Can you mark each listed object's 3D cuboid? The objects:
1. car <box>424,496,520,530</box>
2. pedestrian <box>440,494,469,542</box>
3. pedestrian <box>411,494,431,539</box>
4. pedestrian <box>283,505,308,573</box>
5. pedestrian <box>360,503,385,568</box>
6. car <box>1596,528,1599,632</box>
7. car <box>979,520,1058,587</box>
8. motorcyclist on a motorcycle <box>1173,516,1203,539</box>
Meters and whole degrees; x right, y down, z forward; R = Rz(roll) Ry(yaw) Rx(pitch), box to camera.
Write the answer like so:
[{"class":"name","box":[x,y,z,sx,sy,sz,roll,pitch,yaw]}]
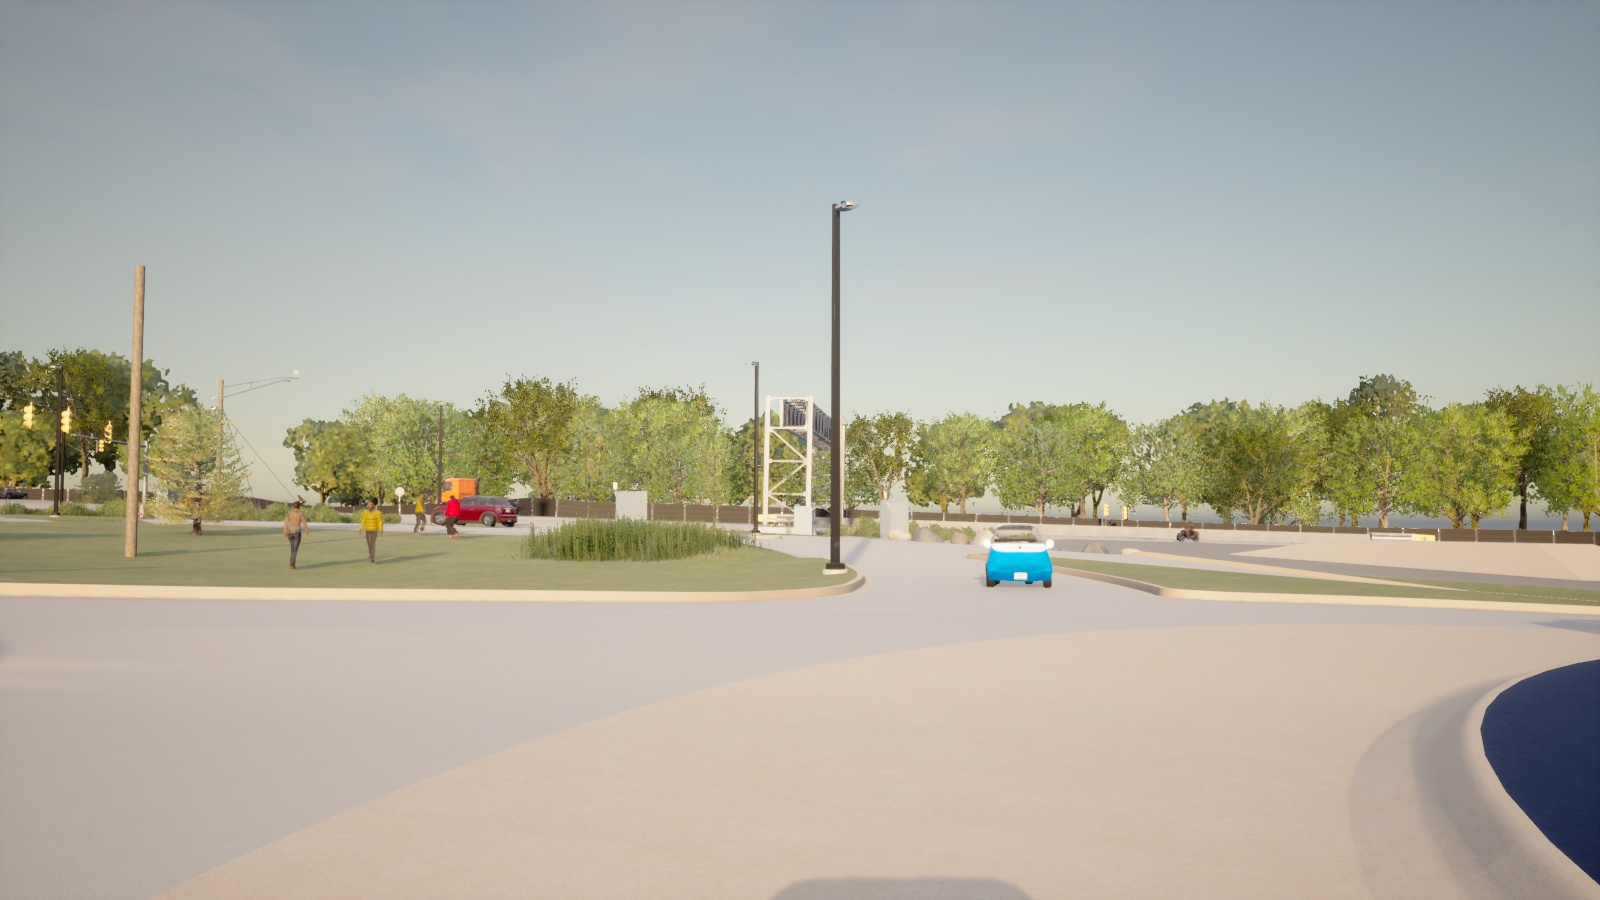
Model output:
[{"class":"car","box":[-17.660,3.404,67.731,4.553,1.767,2.097,0,-3,19]},{"class":"pedestrian","box":[-13.615,2.680,49.457,0.899,1.844,0.634,-2,-3,29]},{"class":"pedestrian","box":[-15.819,2.769,52.418,0.709,1.840,0.431,0,-3,0]},{"class":"pedestrian","box":[-13.576,2.378,33.802,0.328,1.805,0.869,0,-3,-2]},{"class":"pedestrian","box":[-12.280,2.442,36.092,0.431,1.840,0.709,0,-3,3]},{"class":"car","box":[12.935,1.809,16.225,4.181,1.385,1.994,3,-3,-8]},{"class":"car","box":[4.681,2.218,27.088,1.481,1.376,2.207,0,-4,5]},{"class":"motorcyclist on a motorcycle","box":[28.559,5.737,92.485,2.350,1.649,0.766,3,-3,-31]}]
